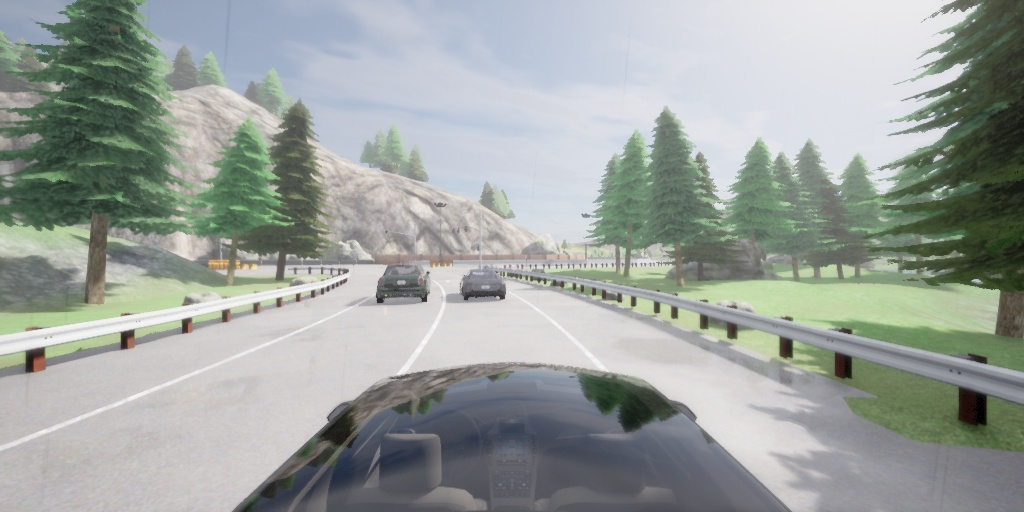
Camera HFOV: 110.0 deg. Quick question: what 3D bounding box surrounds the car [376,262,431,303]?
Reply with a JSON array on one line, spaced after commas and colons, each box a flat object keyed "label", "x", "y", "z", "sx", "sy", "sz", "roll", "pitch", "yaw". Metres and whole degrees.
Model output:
[{"label": "car", "x": -4.946, "y": 1.114, "z": 16.840, "sx": 2.097, "sy": 1.767, "sz": 4.553, "roll": 0, "pitch": 0, "yaw": -11}]

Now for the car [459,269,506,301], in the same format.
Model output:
[{"label": "car", "x": -1.514, "y": 1.320, "z": 17.524, "sx": 1.994, "sy": 1.385, "sz": 4.181, "roll": 0, "pitch": 0, "yaw": -11}]
